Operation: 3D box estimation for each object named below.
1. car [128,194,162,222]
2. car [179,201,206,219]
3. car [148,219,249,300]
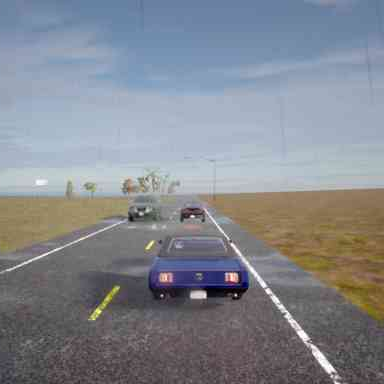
[{"bbox_3d":[-3.648,1.226,26.715,2.150,2.045,5.566,0,0,0],"label":"car"},{"bbox_3d":[0.052,1.510,26.290,1.837,1.490,4.892,0,0,0],"label":"car"},{"bbox_3d":[0.088,1.603,8.345,1.895,1.301,4.718,0,0,-1],"label":"car"}]
